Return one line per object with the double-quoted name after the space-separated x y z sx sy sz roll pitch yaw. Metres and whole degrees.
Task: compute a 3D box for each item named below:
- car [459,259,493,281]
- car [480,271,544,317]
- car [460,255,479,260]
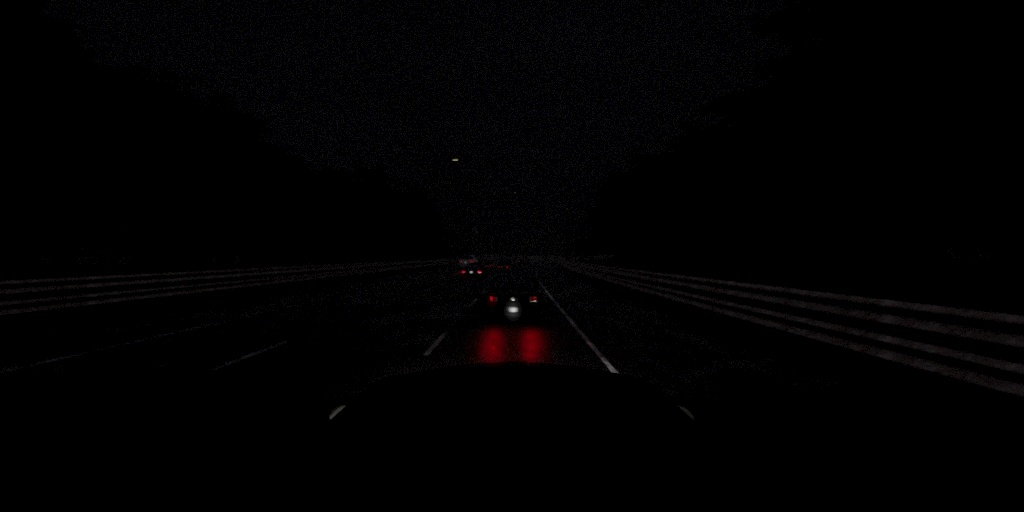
-3.001 1.253 29.638 2.033 1.411 5.357 0 0 2 "car"
0.074 1.336 13.084 1.895 1.301 4.718 0 0 1 "car"
-5.789 0.865 49.130 2.150 2.045 5.566 0 0 3 "car"
